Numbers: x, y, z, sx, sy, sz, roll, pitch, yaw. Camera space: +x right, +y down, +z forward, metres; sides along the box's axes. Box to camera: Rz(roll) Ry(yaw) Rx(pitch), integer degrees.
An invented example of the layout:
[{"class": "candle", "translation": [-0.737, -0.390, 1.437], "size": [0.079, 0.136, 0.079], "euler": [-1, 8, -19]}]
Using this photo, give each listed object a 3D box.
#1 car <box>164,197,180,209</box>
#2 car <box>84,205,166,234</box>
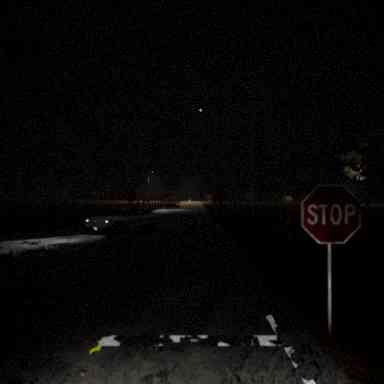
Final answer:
[{"class": "car", "translation": [-2.704, 1.508, 45.432], "size": [1.882, 1.535, 5.008], "euler": [0, 0, 0]}, {"class": "car", "translation": [-3.843, 1.591, 19.249], "size": [1.895, 1.301, 4.718], "euler": [0, 0, 32]}]
